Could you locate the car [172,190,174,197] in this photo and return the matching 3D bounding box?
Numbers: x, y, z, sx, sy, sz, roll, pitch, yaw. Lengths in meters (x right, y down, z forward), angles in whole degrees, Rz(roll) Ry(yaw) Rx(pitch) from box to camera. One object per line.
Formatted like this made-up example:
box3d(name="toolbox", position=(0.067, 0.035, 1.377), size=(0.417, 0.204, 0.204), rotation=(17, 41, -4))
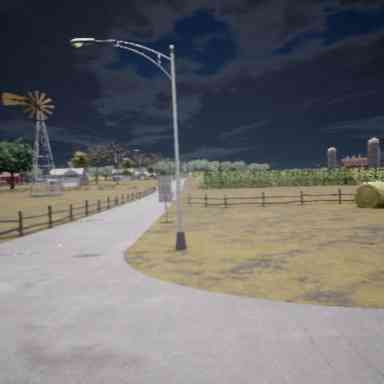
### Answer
box3d(name="car", position=(-4.425, 0.050, 60.702), size=(2.097, 1.767, 4.553), rotation=(-3, 2, 0))
